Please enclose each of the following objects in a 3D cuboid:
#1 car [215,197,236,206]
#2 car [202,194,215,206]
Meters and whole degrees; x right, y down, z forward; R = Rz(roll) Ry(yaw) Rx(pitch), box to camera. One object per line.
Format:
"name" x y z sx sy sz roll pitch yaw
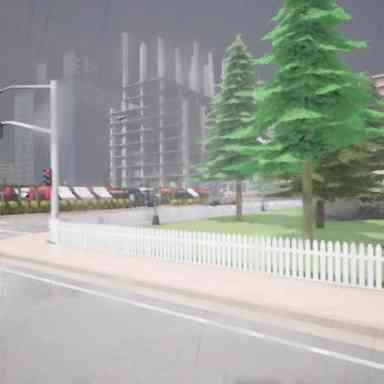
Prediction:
"car" 6.490 1.613 57.696 2.097 1.767 4.553 -1 0 34
"car" 3.591 1.646 59.656 2.097 1.767 4.553 -1 0 34
